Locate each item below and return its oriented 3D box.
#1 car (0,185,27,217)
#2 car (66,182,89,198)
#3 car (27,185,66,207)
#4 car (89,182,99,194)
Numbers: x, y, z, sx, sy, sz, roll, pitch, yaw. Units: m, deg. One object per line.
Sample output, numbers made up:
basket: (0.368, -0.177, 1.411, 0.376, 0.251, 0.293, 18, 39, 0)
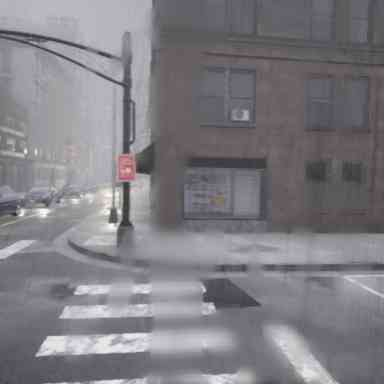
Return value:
car: (-9.908, 0.451, 15.672, 2.097, 1.767, 4.553, 1, 2, -6)
car: (-12.236, -0.172, 34.388, 1.812, 1.442, 4.674, 1, 2, -8)
car: (-11.022, 0.246, 24.595, 1.812, 1.442, 4.674, 1, 2, -8)
car: (-13.548, -0.636, 44.371, 2.128, 1.511, 4.902, 1, 2, -8)
